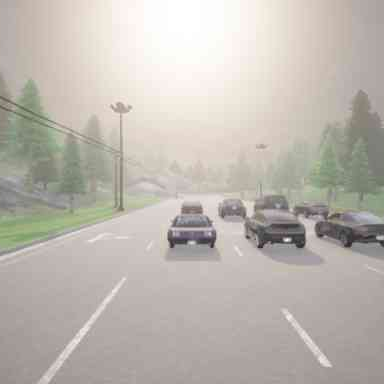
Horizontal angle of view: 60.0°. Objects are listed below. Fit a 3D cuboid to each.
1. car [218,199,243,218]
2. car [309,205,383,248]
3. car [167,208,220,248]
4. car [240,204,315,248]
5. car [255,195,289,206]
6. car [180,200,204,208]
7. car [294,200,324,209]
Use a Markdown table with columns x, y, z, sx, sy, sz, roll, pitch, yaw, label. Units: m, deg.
| x | y | z | sx | sy | sz | roll | pitch | yaw | label |
| --- | --- | --- | --- | --- | --- | --- | --- | --- | --- |
| 3.500 | 1.363 | 29.620 | 2.097 | 1.767 | 4.553 | 0 | 0 | 0 | car |
| 7.000 | 1.530 | 14.650 | 1.812 | 1.442 | 4.674 | 0 | 0 | 0 | car |
| 0.000 | 1.613 | 14.680 | 1.895 | 1.301 | 4.718 | 0 | 0 | 0 | car |
| 3.500 | 1.514 | 14.650 | 1.837 | 1.490 | 4.892 | 0 | 0 | 0 | car |
| 7.000 | 1.255 | 29.680 | 2.150 | 2.045 | 5.566 | 0 | 0 | 0 | car |
| 0.000 | 1.482 | 29.650 | 1.882 | 1.535 | 5.008 | 0 | 0 | 0 | car |
| 10.500 | 1.493 | 29.650 | 2.128 | 1.511 | 4.902 | 0 | 0 | 0 | car |
